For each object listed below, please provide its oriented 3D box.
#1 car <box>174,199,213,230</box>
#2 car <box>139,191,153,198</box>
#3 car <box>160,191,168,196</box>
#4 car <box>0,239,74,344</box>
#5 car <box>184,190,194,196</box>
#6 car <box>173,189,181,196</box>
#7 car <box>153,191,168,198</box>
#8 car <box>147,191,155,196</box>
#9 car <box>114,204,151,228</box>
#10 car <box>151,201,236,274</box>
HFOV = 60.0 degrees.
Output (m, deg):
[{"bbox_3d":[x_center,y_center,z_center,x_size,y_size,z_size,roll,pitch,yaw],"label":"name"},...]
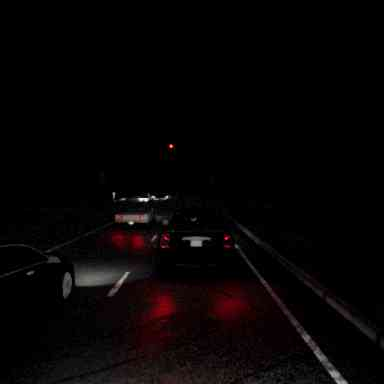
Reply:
[{"bbox_3d":[0.102,1.298,20.559,2.128,1.511,4.902,0,1,1],"label":"car"},{"bbox_3d":[-10.518,0.608,73.866,2.128,1.511,4.902,0,1,-1],"label":"car"},{"bbox_3d":[-7.500,0.383,89.611,1.895,1.301,4.718,0,1,-3],"label":"car"},{"bbox_3d":[-3.391,1.477,5.141,1.837,1.490,4.892,0,-1,0],"label":"car"},{"bbox_3d":[-0.477,0.316,89.364,1.812,1.442,4.674,0,1,-4],"label":"car"},{"bbox_3d":[-3.953,0.303,88.871,1.837,1.490,4.892,0,1,-4],"label":"car"},{"bbox_3d":[-7.020,0.557,74.074,1.882,1.535,5.008,0,1,-1],"label":"car"},{"bbox_3d":[-10.993,0.387,89.379,1.895,1.301,4.718,0,1,-3],"label":"car"},{"bbox_3d":[-3.392,1.405,20.734,1.895,1.301,4.718,0,1,0],"label":"car"},{"bbox_3d":[0.108,1.282,10.495,2.097,1.767,4.553,0,1,0],"label":"car"}]
